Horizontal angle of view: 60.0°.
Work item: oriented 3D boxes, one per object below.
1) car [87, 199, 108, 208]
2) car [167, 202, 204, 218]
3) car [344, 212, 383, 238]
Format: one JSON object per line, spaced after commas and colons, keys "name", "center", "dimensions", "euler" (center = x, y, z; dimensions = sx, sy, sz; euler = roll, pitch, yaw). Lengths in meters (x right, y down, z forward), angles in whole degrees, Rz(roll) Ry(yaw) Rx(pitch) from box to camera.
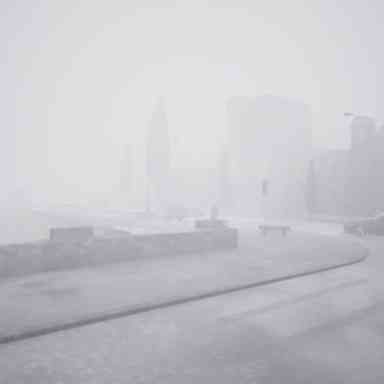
{"name": "car", "center": [-14.657, 1.732, 51.657], "dimensions": [1.895, 1.301, 4.718], "euler": [0, 0, -35]}
{"name": "car", "center": [-0.727, 1.655, 32.055], "dimensions": [1.812, 1.442, 4.674], "euler": [1, 0, -36]}
{"name": "car", "center": [10.508, 1.696, 17.433], "dimensions": [4.674, 1.442, 1.812], "euler": [0, 2, 24]}
